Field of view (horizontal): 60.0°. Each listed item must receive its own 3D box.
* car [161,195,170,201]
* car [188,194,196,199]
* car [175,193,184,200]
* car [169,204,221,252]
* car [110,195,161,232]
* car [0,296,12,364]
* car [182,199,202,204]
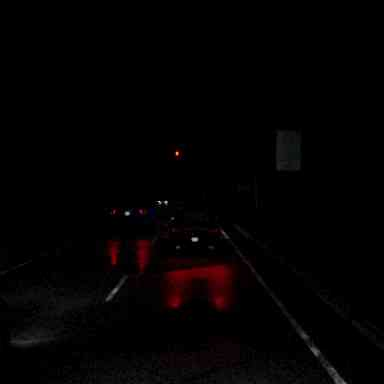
[{"bbox_3d":[-7.013,1.494,80.699,1.837,1.490,4.892,0,0,0],"label":"car"},{"bbox_3d":[-0.015,1.341,91.353,2.097,1.767,4.553,0,0,0],"label":"car"},{"bbox_3d":[-3.515,1.211,91.029,2.150,2.045,5.566,0,0,0],"label":"car"},{"bbox_3d":[0.098,1.477,13.820,1.882,1.535,5.008,0,0,0],"label":"car"},{"bbox_3d":[-3.402,1.220,20.175,2.150,2.045,5.566,0,0,0],"label":"car"},{"bbox_3d":[-3.403,1.351,2.504,2.097,1.767,4.553,0,0,0],"label":"car"},{"bbox_3d":[0.097,1.490,23.534,2.128,1.511,4.902,0,0,0],"label":"car"}]
